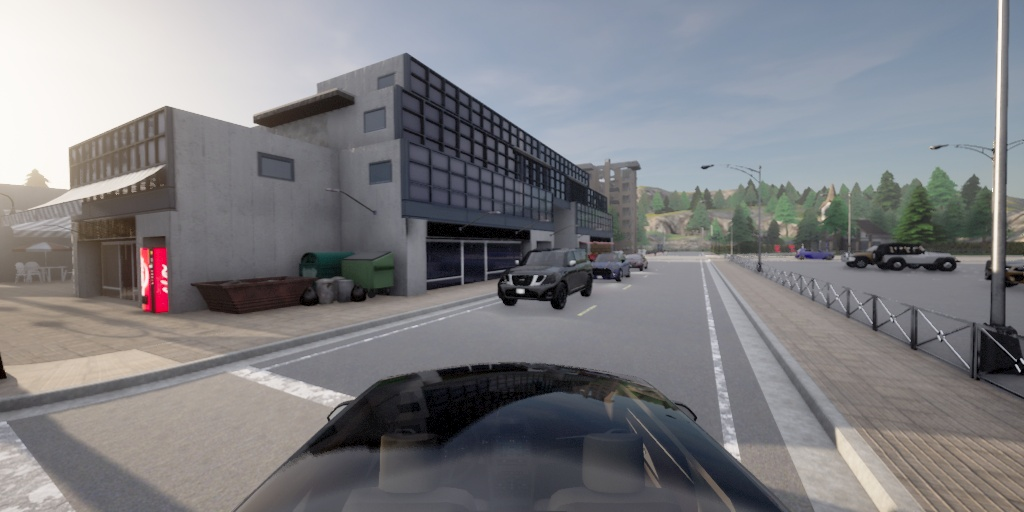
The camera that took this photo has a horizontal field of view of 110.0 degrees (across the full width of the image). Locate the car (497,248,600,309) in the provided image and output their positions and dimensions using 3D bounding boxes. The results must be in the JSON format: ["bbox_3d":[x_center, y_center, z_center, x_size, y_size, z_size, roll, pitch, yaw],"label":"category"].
[{"bbox_3d":[1.544,0.708,13.923,2.150,2.045,5.566,0,1,27],"label":"car"}]

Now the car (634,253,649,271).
[{"bbox_3d":[10.819,0.504,31.720,1.812,1.442,4.674,0,1,28],"label":"car"}]

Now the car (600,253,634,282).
[{"bbox_3d":[6.088,0.589,22.647,2.097,1.767,4.553,0,1,28],"label":"car"}]
